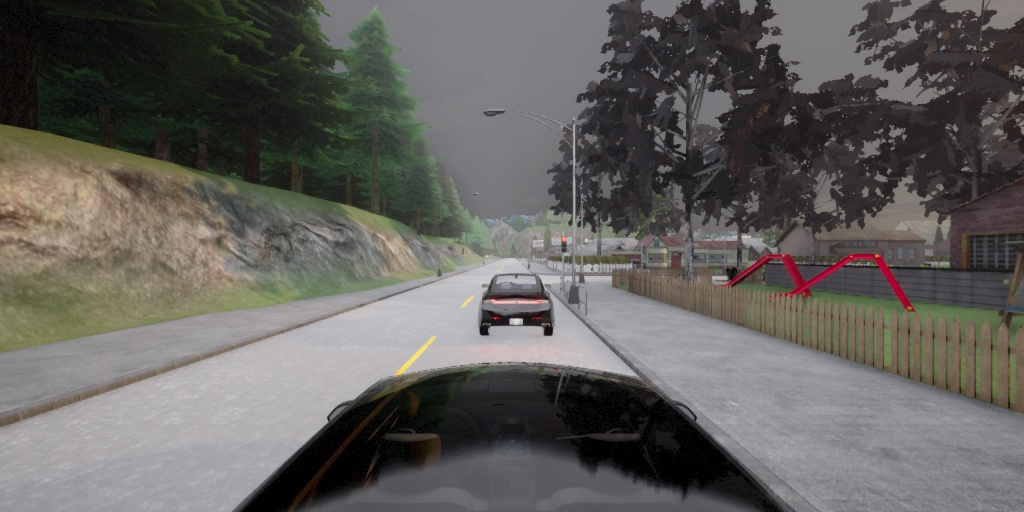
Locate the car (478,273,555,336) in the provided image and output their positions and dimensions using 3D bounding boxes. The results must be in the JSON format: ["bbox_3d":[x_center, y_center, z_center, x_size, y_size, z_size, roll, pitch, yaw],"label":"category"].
[{"bbox_3d":[0.125,1.242,10.364,2.128,1.511,4.902,0,0,1],"label":"car"}]
